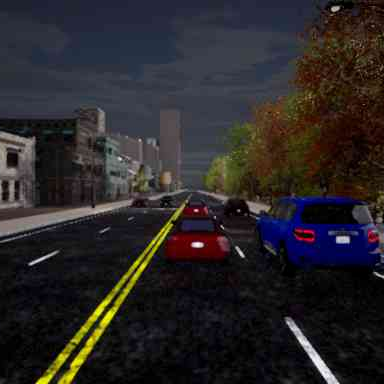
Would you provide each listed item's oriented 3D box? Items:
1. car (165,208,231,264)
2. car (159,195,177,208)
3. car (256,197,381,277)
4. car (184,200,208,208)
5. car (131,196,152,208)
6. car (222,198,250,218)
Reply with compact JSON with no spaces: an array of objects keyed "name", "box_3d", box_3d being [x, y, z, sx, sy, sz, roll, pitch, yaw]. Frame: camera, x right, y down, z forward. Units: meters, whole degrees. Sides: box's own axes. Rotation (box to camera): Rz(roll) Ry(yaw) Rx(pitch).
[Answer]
[{"name":"car","box_3d":[0.182,1.469,11.536,1.994,1.385,4.181,0,0,1]},{"name":"car","box_3d":[-2.966,1.152,41.098,1.837,1.490,4.892,0,0,1]},{"name":"car","box_3d":[3.419,1.152,10.140,2.150,2.045,5.566,0,0,1]},{"name":"car","box_3d":[0.327,1.342,26.888,1.994,1.385,4.181,0,0,1]},{"name":"car","box_3d":[-6.213,1.193,41.295,1.994,1.385,4.181,0,0,1]},{"name":"car","box_3d":[3.588,1.264,27.823,1.882,1.535,5.008,0,0,1]}]
